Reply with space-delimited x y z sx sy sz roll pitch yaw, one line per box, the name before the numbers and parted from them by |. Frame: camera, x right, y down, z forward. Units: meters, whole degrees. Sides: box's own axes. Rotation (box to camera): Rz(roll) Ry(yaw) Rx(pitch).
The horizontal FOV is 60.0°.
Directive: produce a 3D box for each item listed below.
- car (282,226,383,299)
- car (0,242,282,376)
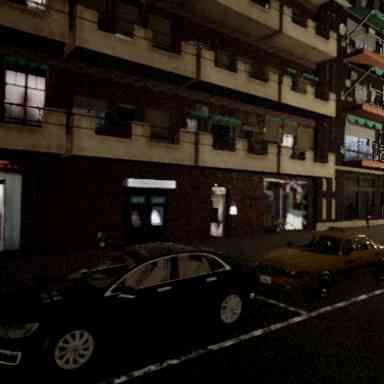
car | 3.574 1.600 8.632 4.829 1.417 1.752 1 1 -35
car | -0.816 1.574 5.502 4.403 1.369 2.008 1 1 -35
